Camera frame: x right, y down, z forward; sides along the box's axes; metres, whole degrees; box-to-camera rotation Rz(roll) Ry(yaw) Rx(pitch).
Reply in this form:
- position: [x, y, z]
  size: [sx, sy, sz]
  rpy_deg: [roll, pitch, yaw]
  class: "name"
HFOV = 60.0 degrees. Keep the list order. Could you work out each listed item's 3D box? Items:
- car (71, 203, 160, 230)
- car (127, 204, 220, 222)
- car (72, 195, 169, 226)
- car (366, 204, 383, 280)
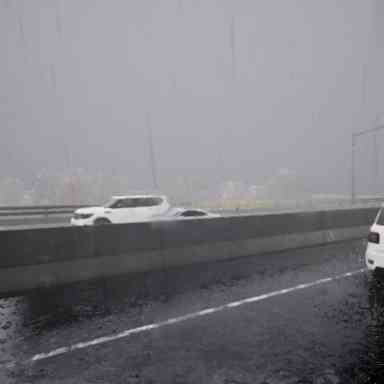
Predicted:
- position: [-4.936, 1.518, 21.929]
  size: [5.357, 1.411, 2.033]
  rpy_deg: [0, 0, -35]
  class: "car"
- position: [-0.557, 1.496, 16.446]
  size: [4.674, 1.442, 1.812]
  rpy_deg: [0, 0, -35]
  class: "car"
- position: [-3.712, 1.195, 18.509]
  size: [5.566, 2.045, 2.150]
  rpy_deg: [0, 0, -35]
  class: "car"
- position: [6.671, 1.191, 8.453]
  size: [5.566, 2.045, 2.150]
  rpy_deg: [0, 0, -35]
  class: "car"
